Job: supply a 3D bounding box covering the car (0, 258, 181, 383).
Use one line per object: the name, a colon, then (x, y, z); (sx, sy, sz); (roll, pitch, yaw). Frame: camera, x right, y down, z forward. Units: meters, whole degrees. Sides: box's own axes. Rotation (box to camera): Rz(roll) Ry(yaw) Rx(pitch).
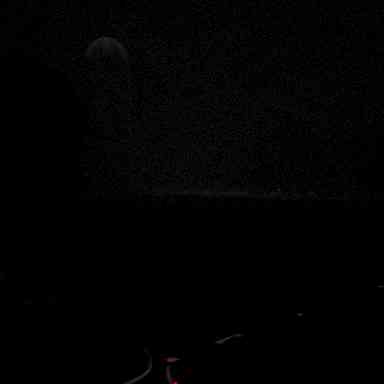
car: (-2.200, 1.357, 1.500); (4.553, 1.767, 2.097); (0, 0, -37)
